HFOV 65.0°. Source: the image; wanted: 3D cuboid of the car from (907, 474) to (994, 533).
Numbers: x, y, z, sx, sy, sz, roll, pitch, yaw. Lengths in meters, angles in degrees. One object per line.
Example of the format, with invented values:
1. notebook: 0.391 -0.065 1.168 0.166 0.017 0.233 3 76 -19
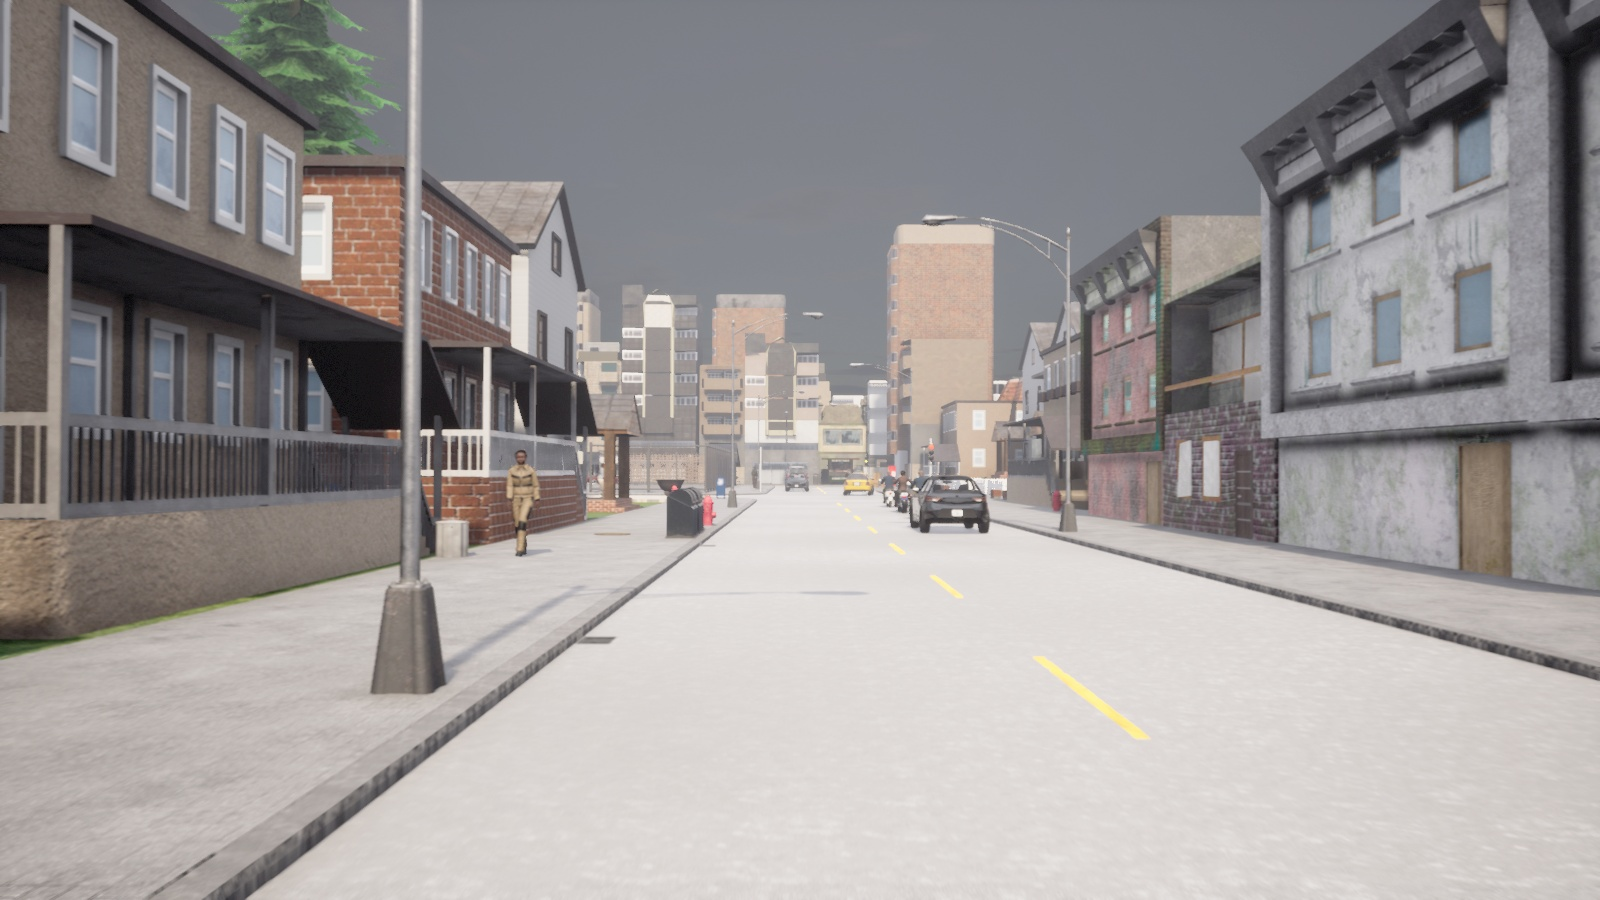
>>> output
1. car: 3.921 1.369 33.342 1.816 1.474 4.193 0 -1 0

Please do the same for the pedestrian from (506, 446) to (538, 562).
1. pedestrian: -4.690 0.897 21.211 0.396 1.930 0.692 0 -1 -1

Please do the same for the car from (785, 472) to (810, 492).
1. car: -0.184 2.433 96.109 1.816 1.474 4.193 0 -1 2

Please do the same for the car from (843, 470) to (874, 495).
1. car: 3.850 2.110 82.186 1.801 1.575 5.366 0 -1 5

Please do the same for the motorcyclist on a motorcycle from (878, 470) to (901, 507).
1. motorcyclist on a motorcycle: 3.881 1.666 54.764 0.866 1.590 1.817 0 -1 0

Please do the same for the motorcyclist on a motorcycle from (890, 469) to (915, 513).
1. motorcyclist on a motorcycle: 3.886 1.545 47.696 0.766 1.649 2.350 0 -1 0
